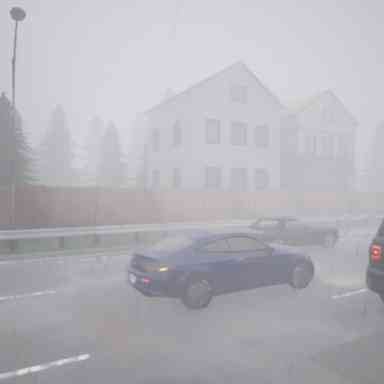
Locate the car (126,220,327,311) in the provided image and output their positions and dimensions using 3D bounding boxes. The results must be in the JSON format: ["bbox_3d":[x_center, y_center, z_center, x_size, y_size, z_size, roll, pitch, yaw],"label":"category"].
[{"bbox_3d":[0.795,1.583,7.826,4.674,1.442,1.812,1,-1,-30],"label":"car"}]

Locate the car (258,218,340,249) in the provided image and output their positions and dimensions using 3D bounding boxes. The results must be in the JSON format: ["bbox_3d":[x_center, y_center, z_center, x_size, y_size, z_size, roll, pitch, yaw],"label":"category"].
[{"bbox_3d":[3.885,1.711,13.686,4.718,1.301,1.895,0,0,-30],"label":"car"}]

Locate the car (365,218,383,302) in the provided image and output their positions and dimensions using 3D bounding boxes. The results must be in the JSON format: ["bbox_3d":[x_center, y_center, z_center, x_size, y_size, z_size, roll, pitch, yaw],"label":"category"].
[{"bbox_3d":[5.944,1.291,6.783,5.566,2.045,2.150,1,0,-30],"label":"car"}]
